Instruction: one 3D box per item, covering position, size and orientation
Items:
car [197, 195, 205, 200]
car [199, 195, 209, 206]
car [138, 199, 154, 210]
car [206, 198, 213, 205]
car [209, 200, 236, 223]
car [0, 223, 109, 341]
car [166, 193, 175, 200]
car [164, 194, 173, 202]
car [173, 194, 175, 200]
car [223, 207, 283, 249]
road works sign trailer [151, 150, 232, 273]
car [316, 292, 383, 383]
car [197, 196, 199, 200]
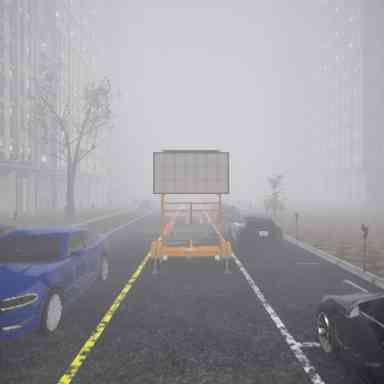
[{"bbox_3d":[2.467,1.534,93.375,2.008,1.369,4.403,-1,0,0],"label":"car"},{"bbox_3d":[2.558,1.543,53.876,1.887,1.381,4.507,-1,0,0],"label":"car"},{"bbox_3d":[-5.797,1.551,42.560,2.008,1.369,4.403,-1,0,0],"label":"car"},{"bbox_3d":[2.609,1.527,31.474,1.752,1.417,4.829,-1,0,0],"label":"car"},{"bbox_3d":[2.623,1.546,25.662,1.887,1.381,4.507,-1,0,0],"label":"car"},{"bbox_3d":[-3.117,1.478,6.894,1.882,1.535,5.008,0,0,0],"label":"car"},{"bbox_3d":[-5.916,1.298,93.332,2.192,1.841,5.009,-1,0,0],"label":"car"},{"bbox_3d":[-5.875,1.517,76.238,1.752,1.417,4.829,-1,0,0],"label":"car"},{"bbox_3d":[-5.887,1.571,82.049,1.802,1.307,4.206,-1,0,0],"label":"car"},{"bbox_3d":[2.649,1.567,14.376,1.947,1.339,4.313,-1,0,0],"label":"car"},{"bbox_3d":[-0.024,0.466,10.634,2.380,3.560,2.880,0,0,0],"label":"road works sign trailer"},{"bbox_3d":[2.675,1.566,3.090,1.947,1.339,4.313,-1,0,0],"label":"car"},{"bbox_3d":[2.506,1.542,76.446,2.008,1.369,4.403,-1,0,0],"label":"car"}]
